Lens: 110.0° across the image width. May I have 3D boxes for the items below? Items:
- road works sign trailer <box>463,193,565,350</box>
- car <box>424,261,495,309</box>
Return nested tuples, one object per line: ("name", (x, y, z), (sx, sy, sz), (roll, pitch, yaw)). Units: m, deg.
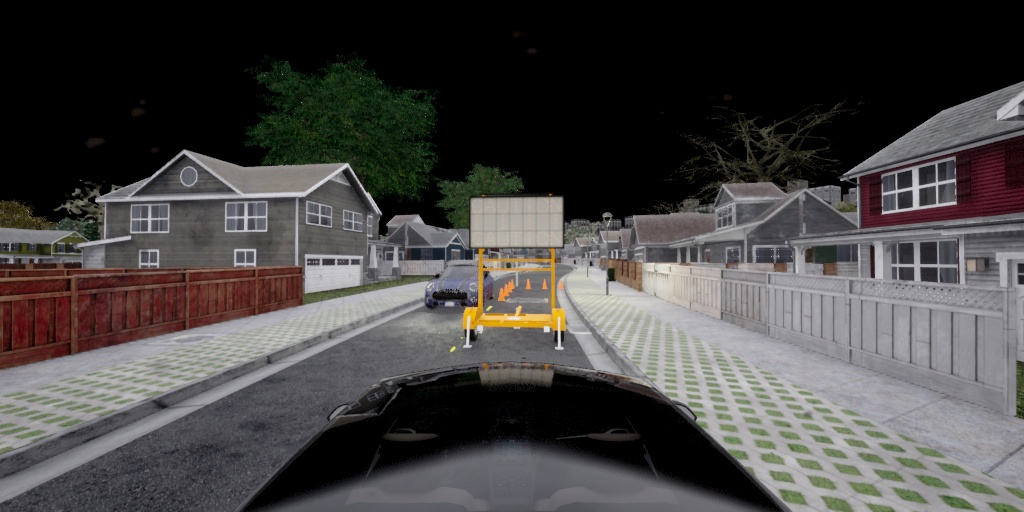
("road works sign trailer", (0.131, 0.218, 9.160), (2.380, 3.560, 2.880), (0, 0, 5))
("car", (-2.008, 1.115, 14.863), (2.097, 1.767, 4.553), (0, 0, 5))
